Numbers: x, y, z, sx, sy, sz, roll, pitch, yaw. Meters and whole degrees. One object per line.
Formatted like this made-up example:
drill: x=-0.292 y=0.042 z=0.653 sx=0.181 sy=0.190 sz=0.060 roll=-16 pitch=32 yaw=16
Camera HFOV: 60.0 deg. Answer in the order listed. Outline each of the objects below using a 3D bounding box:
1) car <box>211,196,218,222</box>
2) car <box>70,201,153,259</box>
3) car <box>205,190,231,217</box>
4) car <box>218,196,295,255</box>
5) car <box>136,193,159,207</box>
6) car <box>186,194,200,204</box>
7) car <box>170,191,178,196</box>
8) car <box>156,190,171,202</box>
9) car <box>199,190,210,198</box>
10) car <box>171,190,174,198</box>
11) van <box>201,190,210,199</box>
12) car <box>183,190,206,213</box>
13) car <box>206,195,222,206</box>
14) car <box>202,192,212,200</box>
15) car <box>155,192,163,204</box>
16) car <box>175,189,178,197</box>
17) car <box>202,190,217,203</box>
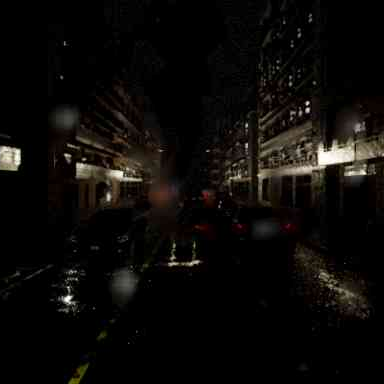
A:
car: x=2.659 y=1.267 z=25.387 sx=1.802 sy=1.307 sz=4.206 roll=-1 pitch=1 yaw=0
car: x=-2.801 y=1.325 z=12.141 sx=1.882 sy=1.535 sz=5.008 roll=0 pitch=1 yaw=0
car: x=2.679 y=0.930 z=31.047 sx=2.192 sy=1.841 sz=5.009 roll=-1 pitch=1 yaw=0
car: x=2.312 y=1.193 z=12.685 sx=2.097 sy=1.767 sz=4.553 roll=0 pitch=1 yaw=0
car: x=-5.174 y=1.088 z=36.850 sx=1.887 sy=1.381 sz=4.507 roll=-1 pitch=1 yaw=0
car: x=0.201 y=0.964 z=48.634 sx=1.994 sy=1.385 sz=4.181 roll=0 pitch=1 yaw=0
car: x=-4.942 y=0.407 z=93.358 sx=2.008 sy=1.369 sz=4.403 roll=-1 pitch=1 yaw=0
car: x=-5.108 y=0.652 z=53.799 sx=2.192 sy=1.841 sz=5.009 roll=-1 pitch=1 yaw=0
car: x=2.865 y=0.379 z=76.358 sx=2.192 sy=1.841 sz=5.009 roll=-1 pitch=1 yaw=0
car: x=-5.059 y=0.727 z=64.933 sx=1.752 sy=1.417 sz=4.829 roll=-1 pitch=1 yaw=0
van: x=2.842 y=0.474 z=70.695 sx=1.690 sy=1.788 sz=3.998 roll=-1 pitch=1 yaw=0
car: x=0.199 y=0.776 z=36.123 sx=2.150 sy=2.045 sz=5.566 roll=0 pitch=1 yaw=1
car: x=2.729 y=1.059 z=42.378 sx=1.802 sy=1.307 sz=4.206 roll=-1 pitch=1 yaw=0
car: x=2.822 y=0.783 z=65.034 sx=1.802 sy=1.307 sz=4.206 roll=-1 pitch=1 yaw=0
car: x=-5.151 y=1.019 z=42.501 sx=1.887 sy=1.381 sz=4.507 roll=-1 pitch=1 yaw=0
car: x=-4.990 y=0.433 z=82.055 sx=1.967 sy=1.590 sz=4.097 roll=-1 pitch=1 yaw=0
car: x=2.772 y=0.654 z=53.703 sx=2.192 sy=1.841 sz=5.009 roll=-1 pitch=1 yaw=0
